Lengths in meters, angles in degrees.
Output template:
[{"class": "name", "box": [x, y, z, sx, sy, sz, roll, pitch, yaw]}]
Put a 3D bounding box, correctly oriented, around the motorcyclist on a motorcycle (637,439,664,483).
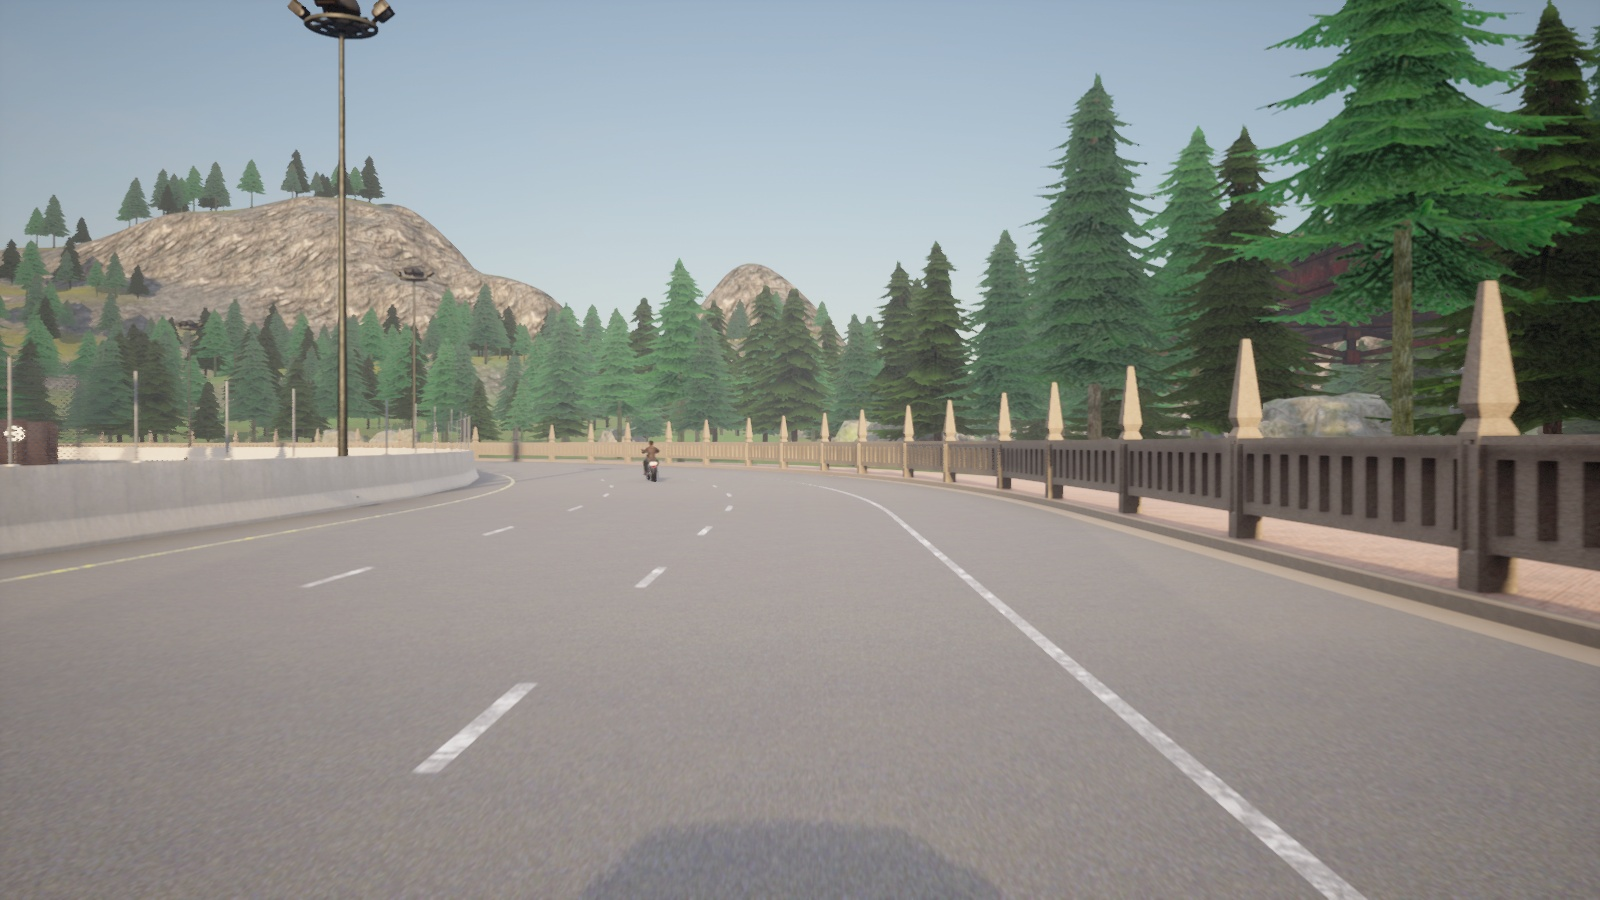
[{"class": "motorcyclist on a motorcycle", "box": [-5.887, 0.414, 49.326, 0.766, 1.649, 2.350, -1, 0, -13]}]
